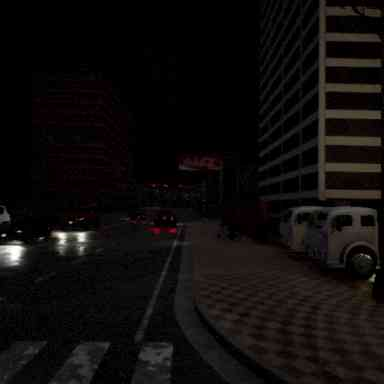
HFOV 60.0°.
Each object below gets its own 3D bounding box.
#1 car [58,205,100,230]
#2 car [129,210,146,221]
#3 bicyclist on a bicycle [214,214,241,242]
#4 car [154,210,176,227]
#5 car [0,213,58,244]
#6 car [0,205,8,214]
[{"bbox_3d":[-9.896,2.242,29.887,2.150,2.045,5.566,1,-2,0],"label":"car"},{"bbox_3d":[-7.815,3.303,47.518,1.812,1.442,4.674,2,-2,-17],"label":"car"},{"bbox_3d":[2.133,2.169,19.955,1.656,1.620,0.582,1,-2,0],"label":"bicyclist on a bicycle"},{"bbox_3d":[-2.764,2.735,35.180,2.097,1.767,4.553,1,-2,0],"label":"car"},{"bbox_3d":[-9.843,2.162,19.404,1.994,1.385,4.181,1,-2,0],"label":"car"},{"bbox_3d":[-13.353,1.780,20.241,2.150,2.045,5.566,1,-2,0],"label":"car"}]
